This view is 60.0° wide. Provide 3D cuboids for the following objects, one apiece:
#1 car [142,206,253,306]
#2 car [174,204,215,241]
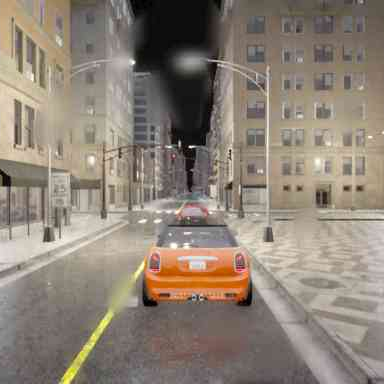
[{"bbox_3d":[0.094,1.352,8.166,2.097,1.767,4.553,0,0,0],"label":"car"},{"bbox_3d":[0.096,1.476,17.766,1.882,1.535,5.008,0,0,0],"label":"car"}]
